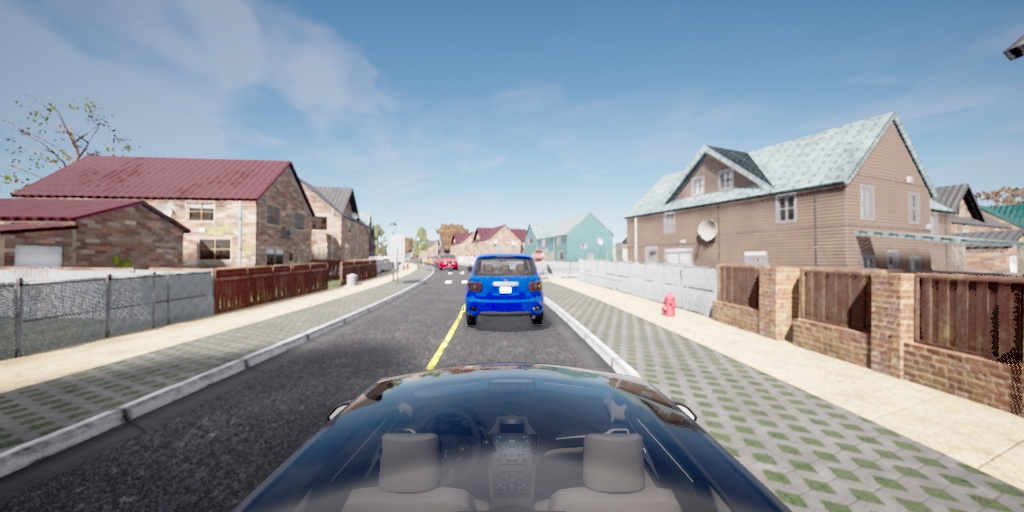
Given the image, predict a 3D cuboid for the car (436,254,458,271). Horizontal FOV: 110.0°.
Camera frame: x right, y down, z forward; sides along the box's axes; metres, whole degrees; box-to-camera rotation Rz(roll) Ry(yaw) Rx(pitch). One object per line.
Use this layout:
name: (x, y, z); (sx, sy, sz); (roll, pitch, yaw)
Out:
car: (-8.073, 0.733, 45.205); (2.150, 2.045, 5.566); (0, 0, -14)

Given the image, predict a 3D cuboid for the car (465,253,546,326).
car: (-0.293, 0.920, 11.669); (2.150, 2.045, 5.566); (0, 0, -3)

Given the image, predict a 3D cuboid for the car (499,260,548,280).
car: (1.024, 1.119, 28.639); (1.812, 1.442, 4.674); (-4, -4, 30)

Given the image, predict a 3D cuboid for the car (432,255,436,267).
car: (-10.836, 0.815, 55.707); (2.097, 1.767, 4.553); (0, 0, -16)
